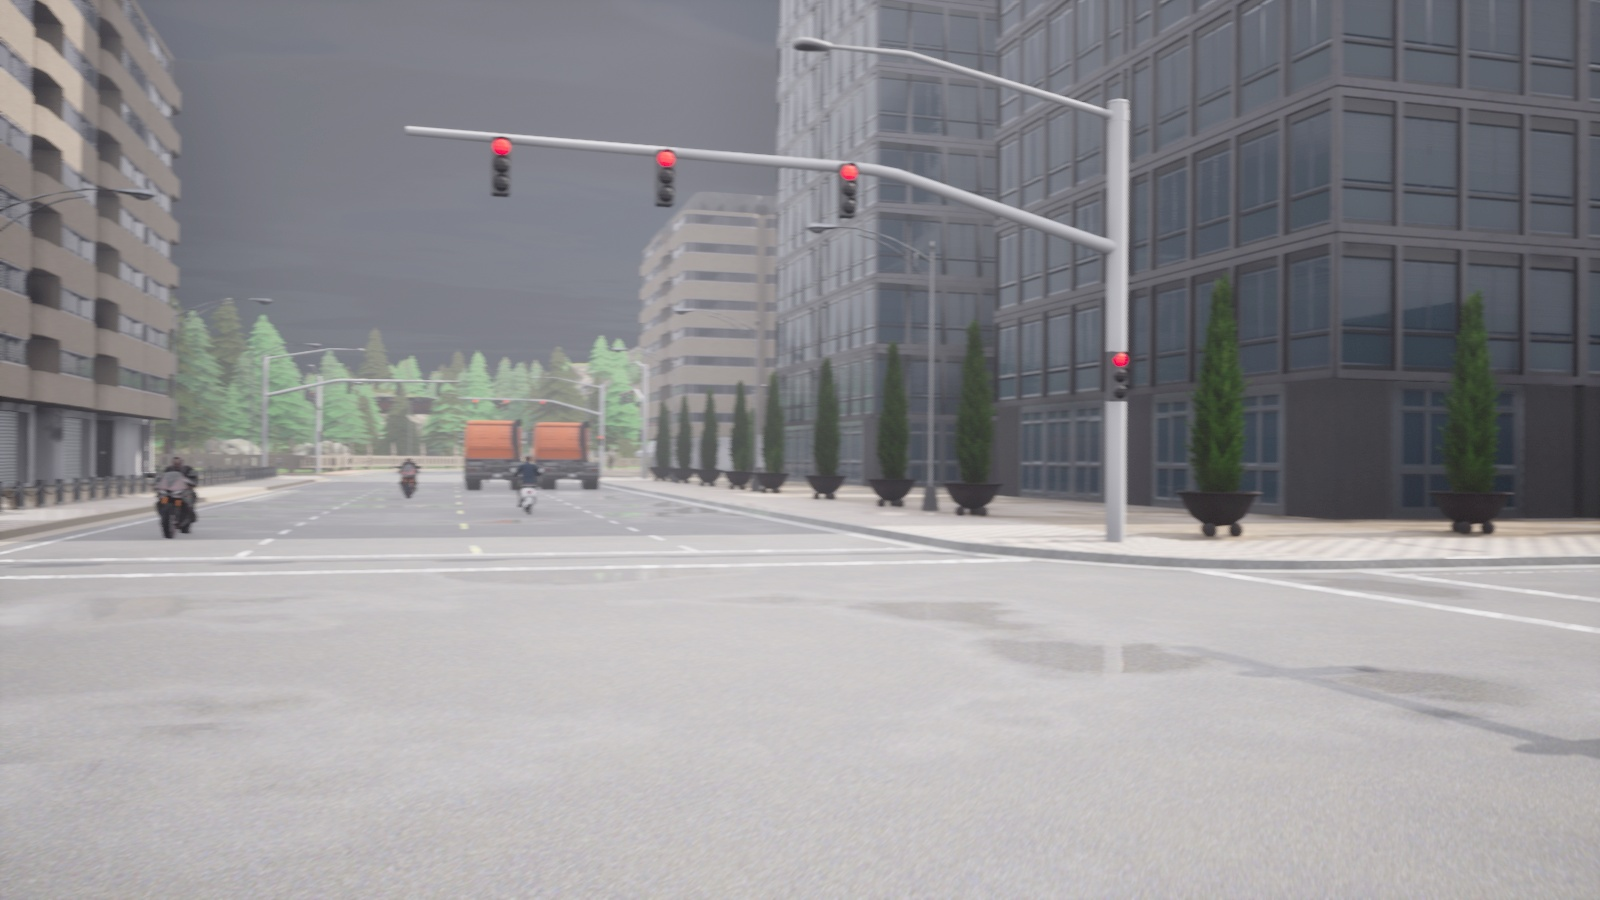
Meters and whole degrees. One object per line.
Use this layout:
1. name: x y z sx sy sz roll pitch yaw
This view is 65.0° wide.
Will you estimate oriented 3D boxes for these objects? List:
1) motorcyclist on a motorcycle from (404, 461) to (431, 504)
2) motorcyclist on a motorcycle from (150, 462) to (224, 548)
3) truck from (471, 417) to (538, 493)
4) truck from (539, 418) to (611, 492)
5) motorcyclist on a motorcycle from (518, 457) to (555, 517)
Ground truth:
1. motorcyclist on a motorcycle: -13.966 1.159 45.870 0.866 1.530 2.191 0 0 -15
2. motorcyclist on a motorcycle: -11.487 0.997 23.595 0.866 1.530 2.191 0 0 -16
3. truck: -14.447 0.253 61.061 2.891 3.462 7.936 0 0 -15
4. truck: -11.488 0.271 63.525 2.891 3.462 7.936 0 0 -15
5. motorcyclist on a motorcycle: -7.216 0.994 34.342 0.866 1.590 1.817 0 0 -15
